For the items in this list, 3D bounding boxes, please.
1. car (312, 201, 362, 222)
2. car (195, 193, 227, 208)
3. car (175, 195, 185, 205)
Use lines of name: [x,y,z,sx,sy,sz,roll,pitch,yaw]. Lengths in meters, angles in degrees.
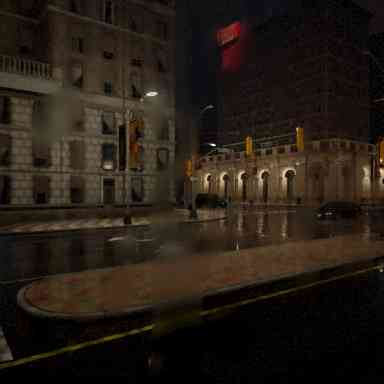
car: [11.464,1.505,26.175,4.892,1.490,1.837,0,0,-35]
car: [2.670,1.221,48.161,2.150,2.045,5.566,0,0,-35]
car: [-3.164,1.352,56.412,2.097,1.767,4.553,0,0,-35]
